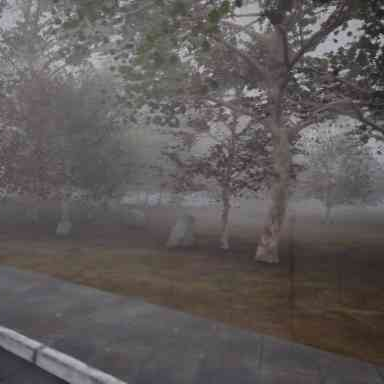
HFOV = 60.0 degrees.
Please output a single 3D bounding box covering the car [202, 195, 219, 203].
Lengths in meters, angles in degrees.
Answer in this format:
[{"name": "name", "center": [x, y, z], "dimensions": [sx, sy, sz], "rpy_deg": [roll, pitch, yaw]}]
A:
[{"name": "car", "center": [5.148, 1.891, 90.847], "dimensions": [2.435, 2.045, 5.566], "rpy_deg": [6, 1, 44]}]
